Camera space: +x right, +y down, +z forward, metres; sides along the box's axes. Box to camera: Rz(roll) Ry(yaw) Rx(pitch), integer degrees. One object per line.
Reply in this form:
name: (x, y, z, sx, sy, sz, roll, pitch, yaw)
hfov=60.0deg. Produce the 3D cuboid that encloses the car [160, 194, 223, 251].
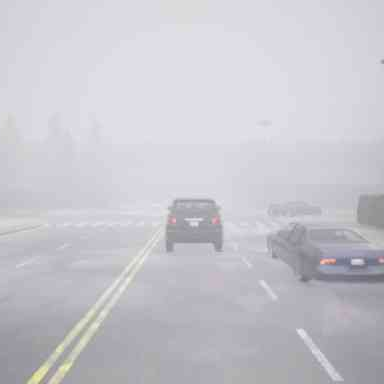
car: (0.085, 1.215, 14.243, 2.150, 2.045, 5.566, 0, 0, 0)

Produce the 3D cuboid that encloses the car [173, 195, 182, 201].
car: (-3.499, 1.507, 82.177, 2.033, 1.411, 5.357, 0, 0, 0)

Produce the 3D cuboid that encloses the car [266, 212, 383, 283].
car: (3.560, 1.544, 9.643, 2.033, 1.411, 5.357, 0, 0, 0)

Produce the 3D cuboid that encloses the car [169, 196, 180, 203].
car: (-3.506, 1.533, 66.827, 1.994, 1.385, 4.181, 0, 0, 0)

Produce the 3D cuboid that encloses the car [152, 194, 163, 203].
car: (-7.005, 1.478, 66.995, 2.128, 1.511, 4.902, 0, 0, 0)

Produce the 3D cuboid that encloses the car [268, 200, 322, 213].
car: (8.787, 1.443, 28.358, 4.892, 1.490, 1.837, 0, -3, -24)

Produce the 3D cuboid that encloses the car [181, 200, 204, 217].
car: (0.086, 1.502, 31.087, 1.994, 1.385, 4.181, 0, 0, 0)

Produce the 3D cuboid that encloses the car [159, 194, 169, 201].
car: (-6.998, 1.322, 82.476, 2.097, 1.767, 4.553, 0, 0, 0)
